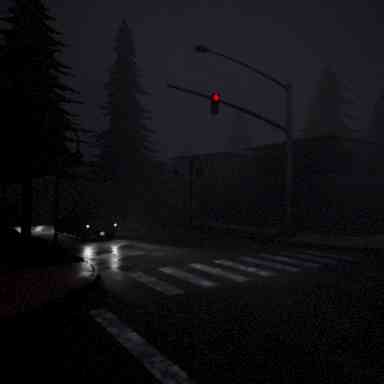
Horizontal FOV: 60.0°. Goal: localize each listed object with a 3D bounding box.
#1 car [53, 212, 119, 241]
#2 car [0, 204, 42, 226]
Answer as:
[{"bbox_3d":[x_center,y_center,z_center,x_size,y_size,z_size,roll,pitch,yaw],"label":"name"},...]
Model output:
[{"bbox_3d":[-5.822,1.746,18.033,1.895,1.301,4.718,1,-1,-40],"label":"car"},{"bbox_3d":[-13.299,1.669,25.423,4.902,1.511,2.128,0,-1,40],"label":"car"}]
